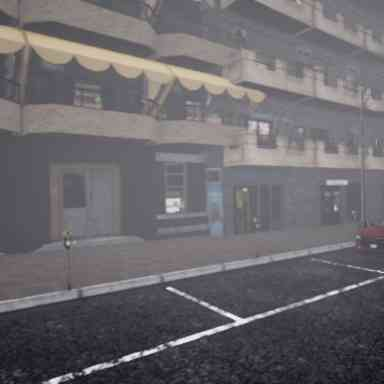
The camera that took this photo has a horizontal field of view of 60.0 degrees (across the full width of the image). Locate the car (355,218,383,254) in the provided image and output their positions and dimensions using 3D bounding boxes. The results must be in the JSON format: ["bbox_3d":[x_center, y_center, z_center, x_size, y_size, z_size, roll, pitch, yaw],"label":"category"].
[{"bbox_3d":[7.697,1.490,12.064,4.507,1.381,1.887,0,-1,-35],"label":"car"}]
